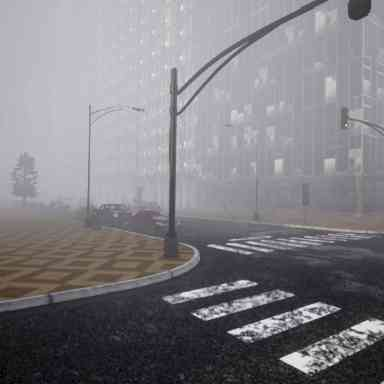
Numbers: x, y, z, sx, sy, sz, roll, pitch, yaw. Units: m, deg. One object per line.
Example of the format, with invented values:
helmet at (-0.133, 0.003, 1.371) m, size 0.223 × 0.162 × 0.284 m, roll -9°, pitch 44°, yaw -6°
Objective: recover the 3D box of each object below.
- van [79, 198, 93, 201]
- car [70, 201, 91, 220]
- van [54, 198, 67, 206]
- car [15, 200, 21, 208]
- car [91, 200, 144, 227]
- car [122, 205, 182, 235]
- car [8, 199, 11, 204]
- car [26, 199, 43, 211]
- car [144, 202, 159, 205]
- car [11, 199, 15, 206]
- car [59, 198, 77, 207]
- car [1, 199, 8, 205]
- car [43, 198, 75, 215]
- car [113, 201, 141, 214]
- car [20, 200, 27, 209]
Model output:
van at (-18.153, 1.952, 56.787) m, size 1.690 × 1.788 × 3.998 m, roll 1°, pitch -1°, yaw -35°
car at (-8.653, 1.713, 28.552) m, size 1.752 × 1.417 × 4.829 m, roll 1°, pitch -1°, yaw -35°
van at (-27.916, 2.117, 70.765) m, size 1.690 × 1.788 × 3.998 m, roll 1°, pitch -1°, yaw -35°
car at (-28.277, 2.062, 56.647) m, size 1.887 × 1.381 × 4.507 m, roll 1°, pitch -1°, yaw -35°
car at (-5.496, 1.575, 24.033) m, size 1.967 × 1.590 × 4.097 m, roll 1°, pitch -1°, yaw -35°
car at (-2.241, 1.662, 19.372) m, size 1.802 × 1.307 × 4.206 m, roll 1°, pitch -1°, yaw -35°
car at (-34.787, 2.209, 65.965) m, size 1.802 × 1.307 × 4.206 m, roll 1°, pitch -1°, yaw -35°
car at (-21.769, 1.959, 47.328) m, size 2.008 × 1.369 × 4.403 m, roll 1°, pitch -1°, yaw -35°
car at (-5.135, 1.832, 38.149) m, size 1.967 × 1.590 × 4.097 m, roll 1°, pitch -1°, yaw -35°
car at (-31.533, 2.123, 61.305) m, size 2.008 × 1.369 × 4.403 m, roll 1°, pitch -1°, yaw -35°
car at (-24.662, 2.036, 66.106) m, size 2.192 × 1.841 × 5.009 m, roll 1°, pitch -1°, yaw -35°
car at (-41.296, 2.287, 75.283) m, size 2.008 × 1.369 × 4.403 m, roll 1°, pitch -1°, yaw -35°
car at (-15.259, 1.739, 38.011) m, size 1.967 × 1.590 × 4.097 m, roll 1°, pitch -1°, yaw -35°
car at (-8.486, 1.974, 42.946) m, size 1.752 × 1.417 × 4.829 m, roll 1°, pitch -1°, yaw -35°
car at (-25.023, 2.029, 51.987) m, size 1.947 × 1.339 × 4.313 m, roll 1°, pitch -1°, yaw -35°
